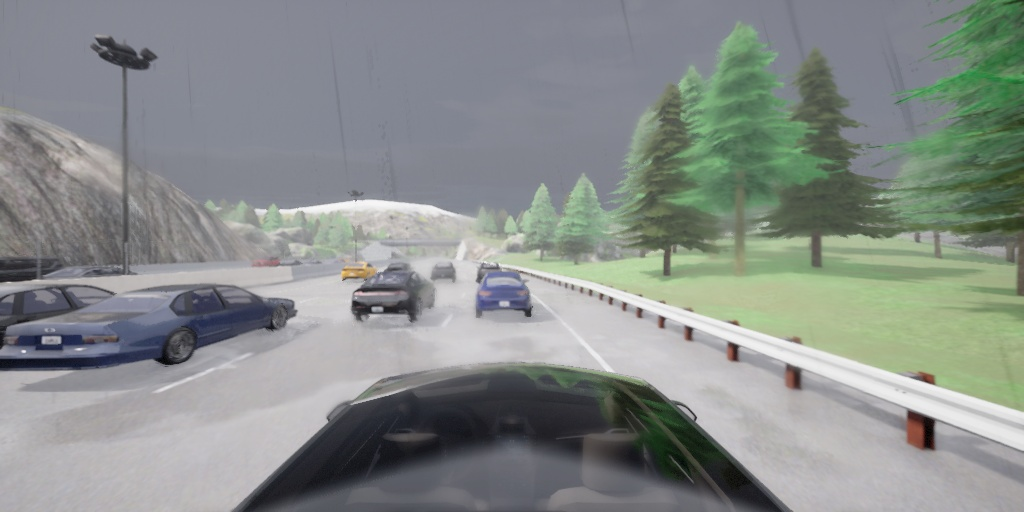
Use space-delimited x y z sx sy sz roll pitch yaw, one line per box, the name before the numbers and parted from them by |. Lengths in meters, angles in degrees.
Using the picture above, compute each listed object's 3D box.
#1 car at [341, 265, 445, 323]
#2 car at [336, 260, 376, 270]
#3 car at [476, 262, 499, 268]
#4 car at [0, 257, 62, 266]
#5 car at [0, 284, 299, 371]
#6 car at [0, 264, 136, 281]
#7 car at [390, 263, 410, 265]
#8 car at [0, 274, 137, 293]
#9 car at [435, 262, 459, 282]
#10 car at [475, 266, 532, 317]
car | -3.803 1.249 12.225 2.128 1.511 4.902 0 0 -3
car | -12.578 1.257 29.867 1.882 1.535 5.008 0 0 -8
car | -1.834 1.227 28.722 2.128 1.511 4.902 0 0 -7
car | -25.392 1.065 17.433 2.150 2.045 5.566 0 0 -5
car | -7.072 1.322 7.950 2.033 1.411 5.357 0 0 -2
car | -21.973 1.321 18.314 2.128 1.511 4.902 0 0 -5
car | -8.864 1.270 28.551 1.837 1.490 4.892 0 0 -7
car | -10.581 1.337 8.087 2.033 1.411 5.357 0 0 -2
car | -5.348 1.242 28.589 2.128 1.511 4.902 0 0 -7
car | -0.347 1.268 13.023 1.812 1.442 4.674 0 0 -3
